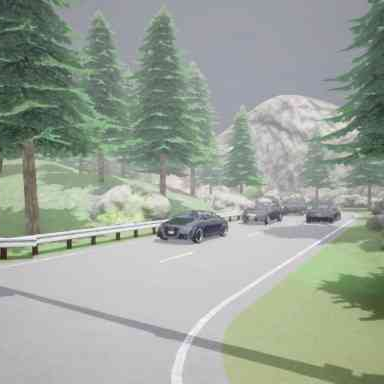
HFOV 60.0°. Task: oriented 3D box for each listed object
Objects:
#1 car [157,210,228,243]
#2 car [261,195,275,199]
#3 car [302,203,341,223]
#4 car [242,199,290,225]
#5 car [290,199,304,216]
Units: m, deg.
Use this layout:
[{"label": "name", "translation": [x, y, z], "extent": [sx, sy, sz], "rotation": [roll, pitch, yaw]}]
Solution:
[{"label": "car", "translation": [0.128, 1.573, 16.167], "extent": [1.994, 1.385, 4.181], "rotation": [0, 0, 31]}, {"label": "car", "translation": [11.775, 1.349, 55.393], "extent": [4.553, 1.767, 2.097], "rotation": [0, 1, 43]}, {"label": "car", "translation": [10.210, 1.647, 25.750], "extent": [1.994, 1.385, 4.181], "rotation": [0, -1, 31]}, {"label": "car", "translation": [5.319, 1.506, 24.649], "extent": [2.128, 1.511, 4.902], "rotation": [0, 0, 32]}, {"label": "car", "translation": [10.429, 1.525, 33.497], "extent": [1.837, 1.490, 4.892], "rotation": [0, 0, 24]}]
